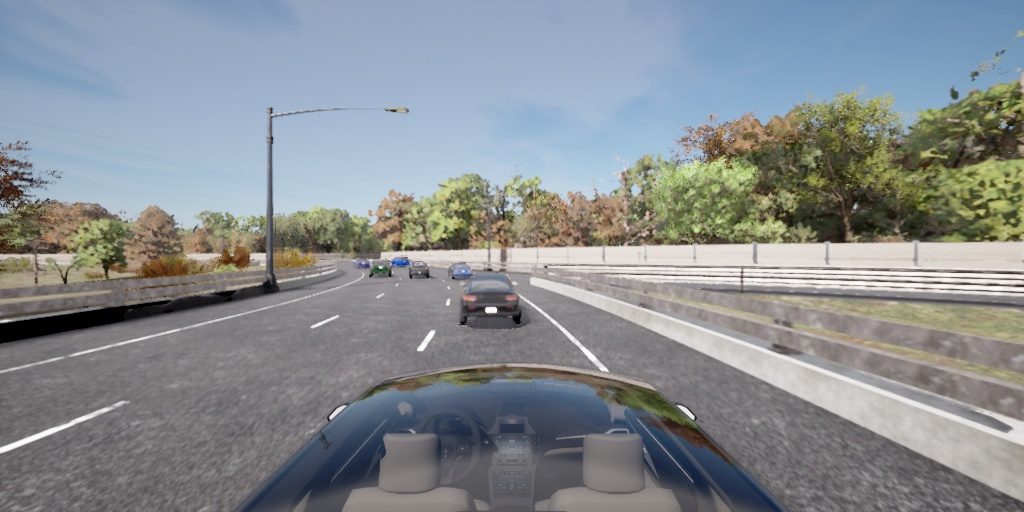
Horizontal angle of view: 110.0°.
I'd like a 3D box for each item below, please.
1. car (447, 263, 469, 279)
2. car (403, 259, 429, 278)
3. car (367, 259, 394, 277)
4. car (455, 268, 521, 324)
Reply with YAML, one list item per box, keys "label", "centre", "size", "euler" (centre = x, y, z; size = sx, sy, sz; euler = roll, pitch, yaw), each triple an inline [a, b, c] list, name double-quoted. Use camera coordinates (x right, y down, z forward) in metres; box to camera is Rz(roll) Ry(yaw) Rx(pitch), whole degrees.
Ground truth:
- label: "car"
  centre: [-4.900, 1.367, 33.170]
  size: [2.033, 1.411, 5.357]
  euler: [0, 0, -16]
- label: "car"
  centre: [-9.294, 1.324, 35.446]
  size: [2.128, 1.511, 4.902]
  euler: [0, 0, -18]
- label: "car"
  centre: [-13.772, 1.193, 37.582]
  size: [2.097, 1.767, 4.553]
  euler: [0, 0, -20]
- label: "car"
  centre: [-0.774, 1.297, 11.997]
  size: [1.812, 1.442, 4.674]
  euler: [0, 0, -5]
